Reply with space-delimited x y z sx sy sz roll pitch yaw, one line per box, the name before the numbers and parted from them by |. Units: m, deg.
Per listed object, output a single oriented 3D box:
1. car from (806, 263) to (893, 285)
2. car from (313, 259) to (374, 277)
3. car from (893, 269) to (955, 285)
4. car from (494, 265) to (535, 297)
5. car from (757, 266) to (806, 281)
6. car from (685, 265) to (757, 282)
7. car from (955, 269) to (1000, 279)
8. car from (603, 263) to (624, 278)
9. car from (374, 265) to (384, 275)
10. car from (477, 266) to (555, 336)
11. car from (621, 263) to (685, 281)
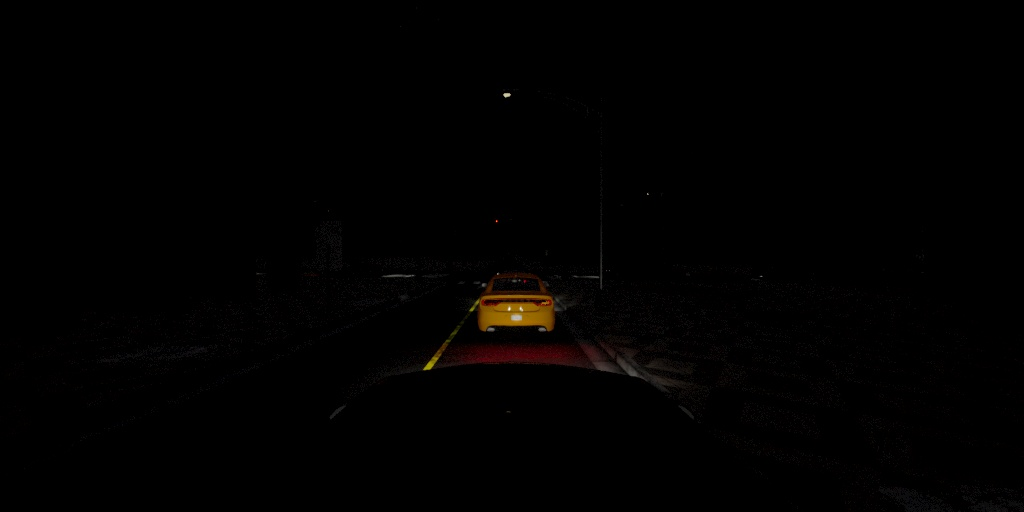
car | 29.075 1.538 31.018 5.009 1.841 2.192 0 0 0
car | -14.762 1.114 30.957 4.403 1.370 2.007 0 0 0
car | 34.719 1.862 31.014 4.507 1.381 1.888 0 0 0
car | 0.113 1.296 20.306 2.033 1.411 5.357 0 0 0
car | 27.859 1.801 36.875 4.718 1.301 1.895 1 0 0
car | 17.958 1.569 31.027 4.829 1.417 1.751 0 0 0
car | 40.369 1.993 31.009 4.207 1.307 1.802 0 0 0
car | 11.904 1.453 36.889 4.892 1.490 1.837 1 0 0
car | -14.582 1.069 33.701 4.892 1.490 1.837 1 0 -1
car | 0.104 1.227 10.479 1.882 1.535 5.008 0 0 0
car | 12.146 1.522 31.032 4.313 1.339 1.948 0 0 0
